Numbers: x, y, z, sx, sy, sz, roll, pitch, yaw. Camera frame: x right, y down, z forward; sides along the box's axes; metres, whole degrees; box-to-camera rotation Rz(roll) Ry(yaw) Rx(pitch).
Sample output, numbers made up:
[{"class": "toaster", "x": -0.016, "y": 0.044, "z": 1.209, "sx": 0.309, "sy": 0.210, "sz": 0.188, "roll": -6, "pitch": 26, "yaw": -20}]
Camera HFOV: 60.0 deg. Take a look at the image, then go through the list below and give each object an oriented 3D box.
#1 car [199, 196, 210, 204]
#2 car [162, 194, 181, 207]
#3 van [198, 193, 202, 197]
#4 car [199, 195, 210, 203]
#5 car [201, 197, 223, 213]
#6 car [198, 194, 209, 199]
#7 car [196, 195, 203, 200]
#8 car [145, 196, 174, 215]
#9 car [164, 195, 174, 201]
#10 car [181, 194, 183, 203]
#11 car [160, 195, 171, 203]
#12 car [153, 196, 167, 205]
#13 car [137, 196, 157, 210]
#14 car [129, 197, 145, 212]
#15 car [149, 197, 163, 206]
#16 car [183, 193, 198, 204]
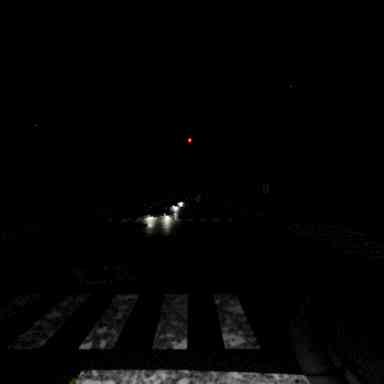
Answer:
[{"class": "car", "x": 2.405, "y": 1.475, "z": 64.092, "sx": 2.008, "sy": 1.369, "sz": 4.403, "roll": 0, "pitch": 0, "yaw": 0}, {"class": "car", "x": -3.092, "y": 1.435, "z": 49.998, "sx": 1.837, "sy": 1.490, "sz": 4.892, "roll": 0, "pitch": 0, "yaw": 0}, {"class": "van", "x": 2.395, "y": 1.267, "z": 58.581, "sx": 1.690, "sy": 1.788, "sz": 3.998, "roll": 0, "pitch": 0, "yaw": 0}, {"class": "car", "x": 2.376, "y": 1.513, "z": 47.560, "sx": 1.802, "sy": 1.307, "sz": 4.206, "roll": 0, "pitch": 0, "yaw": 0}, {"class": "car", "x": 2.356, "y": 1.508, "z": 36.537, "sx": 1.947, "sy": 1.339, "sz": 4.313, "roll": 0, "pitch": 0, "yaw": 0}, {"class": "car", "x": 2.385, "y": 1.494, "z": 53.071, "sx": 1.947, "sy": 1.339, "sz": 4.313, "roll": 0, "pitch": 0, "yaw": 0}, {"class": "car", "x": 2.042, "y": 1.455, "z": 90.506, "sx": 1.812, "sy": 1.442, "sz": 4.674, "roll": 0, "pitch": 0, "yaw": 0}, {"class": "car", "x": -3.136, "y": 1.423, "z": 32.906, "sx": 1.882, "sy": 1.535, "sz": 5.008, "roll": 0, "pitch": 0, "yaw": 0}, {"class": "car", "x": -5.590, "y": 1.478, "z": 80.638, "sx": 2.008, "sy": 1.369, "sz": 4.403, "roll": 0, "pitch": 0, "yaw": 0}, {"class": "car", "x": -2.979, "y": 1.525, "z": 67.939, "sx": 1.895, "sy": 1.301, "sz": 4.718, "roll": 0, "pitch": 0, "yaw": 0}, {"class": "car", "x": -5.610, "y": 1.365, "z": 69.616, "sx": 1.967, "sy": 1.590, "sz": 4.097, "roll": 0, "pitch": 0, "yaw": 0}, {"class": "car", "x": -5.630, "y": 1.476, "z": 58.595, "sx": 2.008, "sy": 1.369, "sz": 4.403, "roll": 0, "pitch": 0, "yaw": 0}, {"class": "car", "x": -5.659, "y": 1.376, "z": 42.063, "sx": 1.967, "sy": 1.590, "sz": 4.097, "roll": 0, "pitch": 0, "yaw": 0}, {"class": "car", "x": -5.669, "y": 1.382, "z": 36.552, "sx": 1.967, "sy": 1.590, "sz": 4.097, "roll": 0, "pitch": 0, "yaw": 0}, {"class": "car", "x": -5.639, "y": 1.510, "z": 53.084, "sx": 1.802, "sy": 1.307, "sz": 4.206, "roll": 0, "pitch": 0, "yaw": 0}, {"class": "car", "x": -0.232, "y": 1.488, "z": 64.105, "sx": 1.994, "sy": 1.385, "sz": 4.181, "roll": 0, "pitch": 0, "yaw": 0}]
